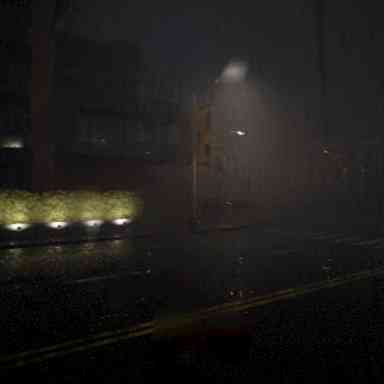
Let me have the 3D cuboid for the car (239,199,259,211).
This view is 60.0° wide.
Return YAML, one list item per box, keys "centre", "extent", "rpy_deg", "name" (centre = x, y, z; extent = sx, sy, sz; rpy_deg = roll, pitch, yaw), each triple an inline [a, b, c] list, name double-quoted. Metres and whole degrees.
- centre: [6.022, 1.492, 39.572]
  extent: [1.994, 1.385, 4.181]
  rpy_deg: [0, 0, -33]
  name: "car"

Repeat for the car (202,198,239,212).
- centre: [2.893, 1.446, 37.960]
  extent: [1.812, 1.442, 4.674]
  rpy_deg: [0, 1, -33]
  name: "car"
